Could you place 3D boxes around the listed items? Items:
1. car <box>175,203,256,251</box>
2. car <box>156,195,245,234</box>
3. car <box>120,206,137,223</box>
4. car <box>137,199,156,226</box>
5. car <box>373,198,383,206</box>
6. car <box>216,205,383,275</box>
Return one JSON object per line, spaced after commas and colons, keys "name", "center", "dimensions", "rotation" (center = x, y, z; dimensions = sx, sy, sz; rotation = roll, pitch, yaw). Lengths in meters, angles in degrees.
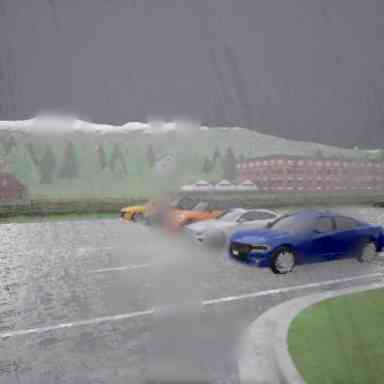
{"name": "car", "center": [1.958, 1.348, 13.123], "dimensions": [4.674, 1.442, 1.812], "rotation": [-1, 1, -24]}
{"name": "car", "center": [0.855, 1.141, 16.463], "dimensions": [4.553, 1.767, 2.097], "rotation": [-1, 1, -24]}
{"name": "car", "center": [-2.351, 1.211, 22.698], "dimensions": [5.008, 1.535, 1.882], "rotation": [-1, 1, -24]}
{"name": "car", "center": [-0.599, 1.112, 19.645], "dimensions": [4.553, 1.767, 2.097], "rotation": [-1, 1, -24]}
{"name": "car", "center": [20.047, 0.945, 32.696], "dimensions": [5.008, 1.535, 1.882], "rotation": [-1, 1, -24]}
{"name": "car", "center": [3.447, 1.329, 9.955], "dimensions": [5.008, 1.535, 1.882], "rotation": [-1, 1, -24]}
